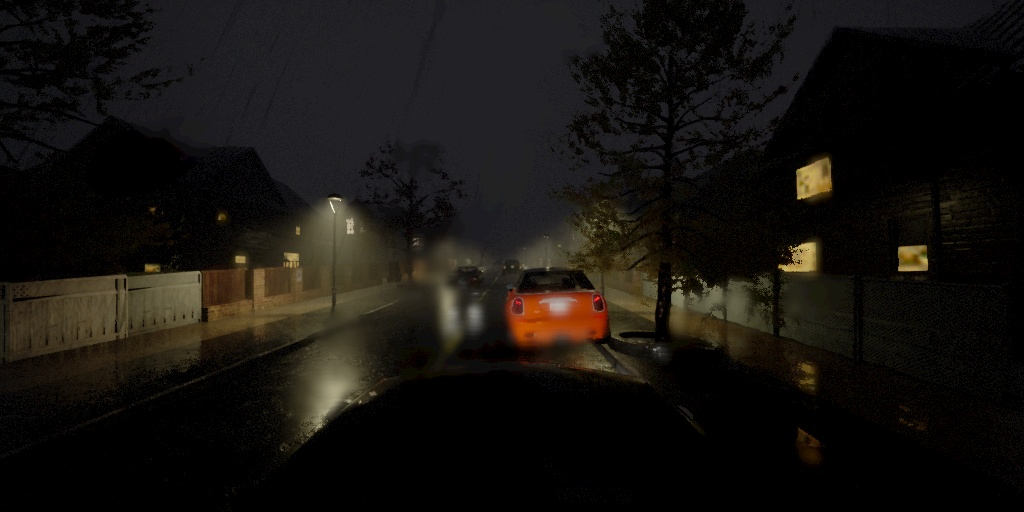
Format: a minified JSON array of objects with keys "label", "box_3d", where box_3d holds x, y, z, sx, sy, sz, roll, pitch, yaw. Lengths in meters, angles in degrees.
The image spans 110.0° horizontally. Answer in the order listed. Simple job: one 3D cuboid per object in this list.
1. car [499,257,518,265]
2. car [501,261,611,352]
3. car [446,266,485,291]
[{"label":"car","box_3d":[0.053,1.161,37.944,2.097,1.767,4.553,0,0,0]},{"label":"car","box_3d":[0.919,1.059,9.113,2.097,1.767,4.553,-3,-1,0]},{"label":"car","box_3d":[-2.763,1.342,22.089,1.994,1.385,4.181,0,0,0]}]
